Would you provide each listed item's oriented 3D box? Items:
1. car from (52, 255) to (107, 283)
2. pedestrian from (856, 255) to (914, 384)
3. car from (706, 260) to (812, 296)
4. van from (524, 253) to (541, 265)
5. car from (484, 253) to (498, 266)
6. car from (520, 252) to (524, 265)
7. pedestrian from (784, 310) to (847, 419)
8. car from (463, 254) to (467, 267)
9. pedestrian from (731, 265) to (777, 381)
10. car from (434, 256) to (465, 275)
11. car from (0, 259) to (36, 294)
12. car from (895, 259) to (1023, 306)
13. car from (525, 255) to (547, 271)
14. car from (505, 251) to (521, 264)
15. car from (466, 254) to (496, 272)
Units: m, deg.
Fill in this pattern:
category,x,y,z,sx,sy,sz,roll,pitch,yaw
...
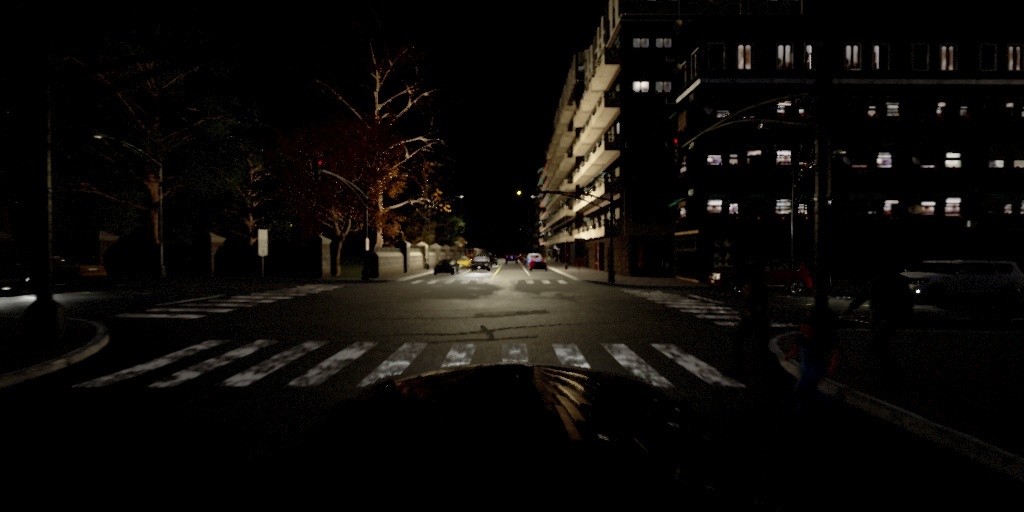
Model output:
category,x,y,z,sx,sy,sz,roll,pitch,yaw
car,-24.758,0.657,19.179,4.829,1.417,1.751,0,0,-1
pedestrian,5.175,0.849,4.975,0.375,1.860,0.375,0,1,0
car,13.434,1.121,19.585,5.009,1.841,2.192,0,0,-1
van,2.655,0.578,43.172,1.690,1.789,3.998,0,0,0
car,-3.102,0.622,53.554,1.837,1.490,4.892,0,1,0
car,2.645,0.546,54.431,1.967,1.591,4.097,0,0,0
pedestrian,3.686,1.289,4.377,0.375,1.300,0.375,0,1,0
car,-5.725,0.763,42.995,1.751,1.417,4.829,0,0,0
pedestrian,3.751,0.994,5.576,0.375,1.860,0.375,0,1,0
car,-5.716,0.939,31.905,1.948,1.339,4.313,0,0,0
car,-21.604,0.784,13.415,5.357,1.411,2.033,1,1,-1
car,20.779,1.184,17.077,5.566,2.045,2.150,1,1,-1
car,2.659,0.850,37.541,1.888,1.381,4.507,0,0,0
car,-0.051,0.262,60.225,2.150,2.045,5.566,0,1,0
car,-3.115,0.807,36.674,2.128,1.511,4.902,0,1,0
